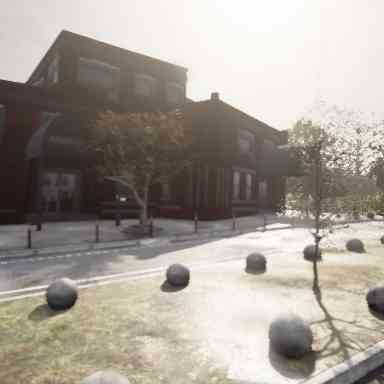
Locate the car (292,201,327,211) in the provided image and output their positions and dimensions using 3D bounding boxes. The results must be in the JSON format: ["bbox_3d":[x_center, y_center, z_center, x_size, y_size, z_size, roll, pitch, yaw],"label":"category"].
[{"bbox_3d":[17.488,2.119,49.667,4.902,1.511,2.128,1,-1,35],"label":"car"}]
